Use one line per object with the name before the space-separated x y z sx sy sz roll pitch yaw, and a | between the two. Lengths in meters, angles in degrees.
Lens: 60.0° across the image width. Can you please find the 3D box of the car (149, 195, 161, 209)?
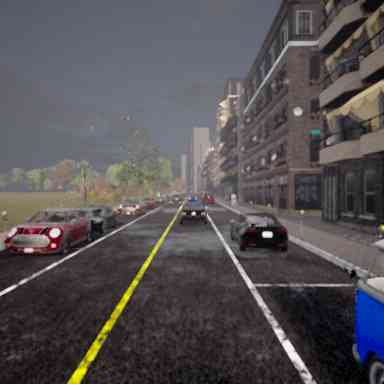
car | -5.300 1.277 41.084 1.887 1.381 4.507 1 0 0

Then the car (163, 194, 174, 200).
car | -5.295 1.071 75.007 2.008 1.369 4.403 1 0 0

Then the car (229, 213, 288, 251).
car | 2.575 1.476 13.430 1.947 1.339 4.313 1 0 0

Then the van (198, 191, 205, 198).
van | 2.590 0.753 92.681 1.690 1.788 3.998 1 0 0

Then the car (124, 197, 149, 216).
car | -5.301 1.245 29.776 1.967 1.590 4.097 1 0 0

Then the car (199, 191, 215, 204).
car | 2.584 0.970 53.055 2.192 1.841 5.009 1 0 0

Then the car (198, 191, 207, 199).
car | 2.590 0.761 87.019 2.192 1.841 5.009 1 0 0

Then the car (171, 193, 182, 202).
car | -2.773 1.123 62.396 1.812 1.442 4.674 0 0 1

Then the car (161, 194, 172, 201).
car | -5.296 1.099 69.353 1.887 1.381 4.507 1 0 0

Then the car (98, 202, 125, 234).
car | -5.304 1.444 18.469 1.947 1.339 4.313 1 0 0

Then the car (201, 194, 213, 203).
car | 2.583 1.165 58.717 1.887 1.381 4.507 1 0 0

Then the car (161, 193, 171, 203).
car | -5.298 1.175 58.046 2.008 1.369 4.403 1 0 0

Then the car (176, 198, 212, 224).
car | 0.104 1.393 23.407 2.033 1.411 5.357 0 0 0

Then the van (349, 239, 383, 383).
van | 2.576 1.326 2.107 1.690 1.788 3.998 1 0 0

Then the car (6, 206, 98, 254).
car | -5.304 1.355 12.814 1.967 1.590 4.097 1 0 0

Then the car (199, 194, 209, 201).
car | 2.584 1.116 70.038 1.947 1.339 4.313 1 0 0

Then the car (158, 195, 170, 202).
car | -5.297 1.172 63.700 1.802 1.307 4.206 1 0 0

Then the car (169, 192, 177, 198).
car | -5.291 0.857 91.968 1.967 1.590 4.097 1 0 0

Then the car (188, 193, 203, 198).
car | 0.107 1.255 41.456 1.812 1.442 4.674 0 0 0
